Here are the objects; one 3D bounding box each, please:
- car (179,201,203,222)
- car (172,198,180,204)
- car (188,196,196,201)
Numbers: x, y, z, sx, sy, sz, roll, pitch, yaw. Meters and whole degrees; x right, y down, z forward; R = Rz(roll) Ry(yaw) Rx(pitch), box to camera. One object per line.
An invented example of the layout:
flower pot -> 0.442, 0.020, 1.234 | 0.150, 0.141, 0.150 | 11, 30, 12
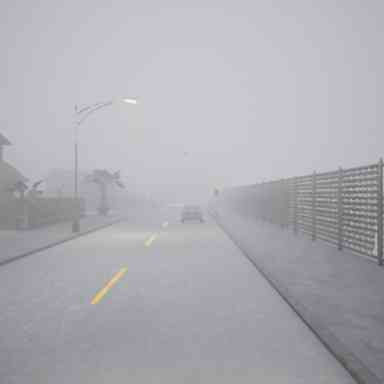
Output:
car -> 0.005, 1.819, 28.989 | 2.033, 1.411, 5.357 | 0, -1, 0
car -> -4.015, 2.319, 84.954 | 2.128, 1.511, 4.902 | 0, -1, 0
car -> -0.015, 2.324, 86.810 | 2.033, 1.411, 5.357 | 0, -1, 0
